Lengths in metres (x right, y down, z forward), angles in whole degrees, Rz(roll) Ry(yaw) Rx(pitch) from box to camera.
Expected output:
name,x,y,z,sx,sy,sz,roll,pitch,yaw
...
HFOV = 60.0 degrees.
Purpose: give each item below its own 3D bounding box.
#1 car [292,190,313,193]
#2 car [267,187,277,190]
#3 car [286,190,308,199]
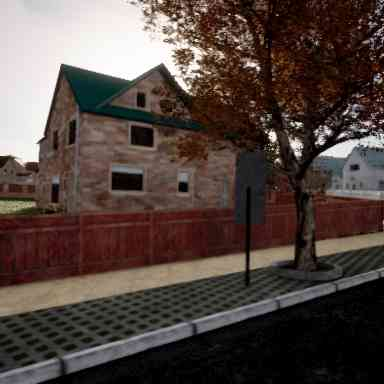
name,x,y,z,sx,sy,sz,roll,pitch,yaw
car,14.639,0.547,41.941,1.837,1.490,4.892,1,2,-3
car,13.768,-0.216,58.268,1.812,1.442,4.674,1,2,-3
car,16.838,0.355,53.630,1.895,1.301,4.718,1,2,-3
